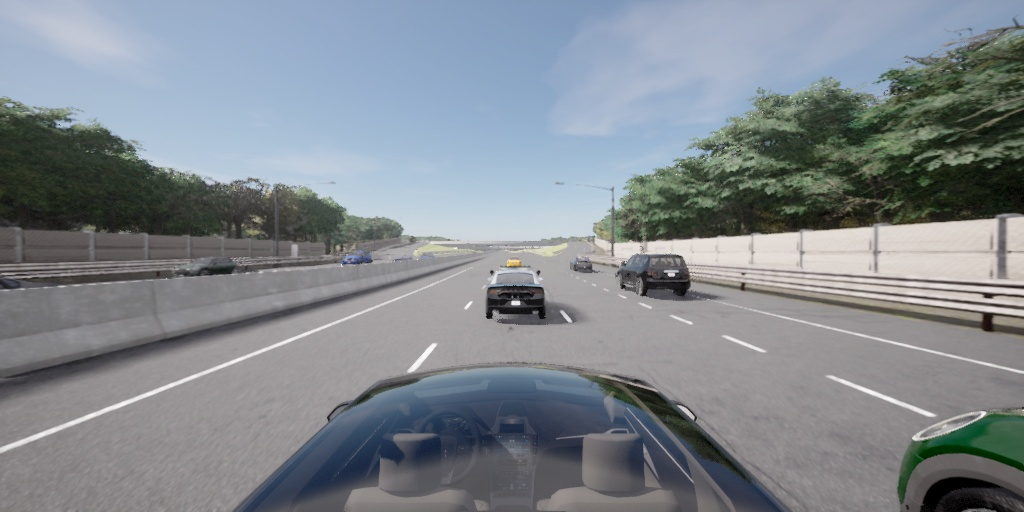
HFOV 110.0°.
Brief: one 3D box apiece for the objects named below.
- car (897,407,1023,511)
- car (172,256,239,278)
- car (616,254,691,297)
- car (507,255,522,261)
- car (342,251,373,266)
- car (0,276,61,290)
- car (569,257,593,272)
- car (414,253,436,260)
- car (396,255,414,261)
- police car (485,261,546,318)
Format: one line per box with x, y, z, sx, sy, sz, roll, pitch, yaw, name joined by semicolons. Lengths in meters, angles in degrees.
3.602;1.101;0.443;2.097;1.767;4.553;0;0;0;car
-24.511;0.892;28.842;2.097;1.767;4.553;0;1;0;car
7.147;0.897;18.691;2.150;2.045;5.566;0;1;1;car
0.299;0.682;44.704;1.801;1.575;5.366;0;1;1;car
-20.831;0.369;48.696;2.150;2.045;5.566;0;1;1;car
-17.587;1.280;10.938;2.033;1.411;5.357;0;0;0;car
7.244;0.852;38.051;2.128;1.511;4.902;0;1;0;car
-13.667;0.310;57.846;2.097;1.767;4.553;0;1;1;car
-17.171;0.563;57.731;1.895;1.301;4.718;0;1;1;car
0.117;1.147;13.008;1.930;1.638;5.238;0;0;0;police car
